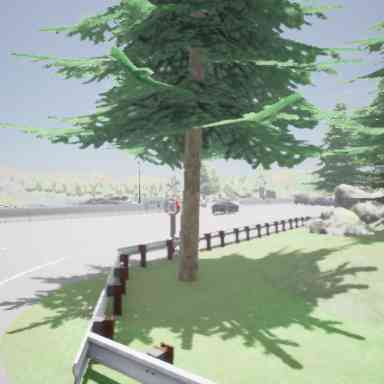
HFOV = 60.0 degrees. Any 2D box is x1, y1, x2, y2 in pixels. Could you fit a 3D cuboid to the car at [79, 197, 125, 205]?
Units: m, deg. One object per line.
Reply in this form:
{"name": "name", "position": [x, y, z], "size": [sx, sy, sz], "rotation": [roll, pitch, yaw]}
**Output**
{"name": "car", "position": [-11.534, 1.808, 42.888], "size": [1.882, 1.535, 5.008], "rotation": [0, 0, 36]}

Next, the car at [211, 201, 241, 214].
{"name": "car", "position": [4.163, 1.878, 40.355], "size": [1.837, 1.490, 4.892], "rotation": [0, -1, 36]}

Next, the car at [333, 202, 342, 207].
{"name": "car", "position": [28.462, 1.897, 61.968], "size": [2.097, 1.767, 4.553], "rotation": [0, 0, 36]}

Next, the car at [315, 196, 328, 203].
{"name": "car", "position": [34.527, 2.027, 88.436], "size": [2.097, 1.767, 4.553], "rotation": [0, 0, 36]}

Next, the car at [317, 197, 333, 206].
{"name": "car", "position": [26.771, 2.078, 65.757], "size": [1.812, 1.442, 4.674], "rotation": [0, 0, 36]}

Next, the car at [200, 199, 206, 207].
{"name": "car", "position": [0.877, 1.974, 59.856], "size": [1.812, 1.442, 4.674], "rotation": [0, 0, 36]}

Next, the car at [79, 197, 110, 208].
{"name": "car", "position": [-15.913, 1.715, 54.664], "size": [2.097, 1.767, 4.553], "rotation": [0, 0, 36]}

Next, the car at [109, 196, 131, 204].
{"name": "car", "position": [-11.407, 1.577, 49.024], "size": [2.150, 2.045, 5.566], "rotation": [0, 0, 36]}

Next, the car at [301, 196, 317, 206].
{"name": "car", "position": [25.263, 2.104, 69.650], "size": [2.033, 1.411, 5.357], "rotation": [0, 0, 36]}

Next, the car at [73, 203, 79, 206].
{"name": "car", "position": [-15.546, 1.906, 49.266], "size": [1.994, 1.385, 4.181], "rotation": [0, 0, 36]}

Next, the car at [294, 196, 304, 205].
{"name": "car", "position": [24.853, 1.810, 75.053], "size": [2.150, 2.045, 5.566], "rotation": [0, 0, 36]}
